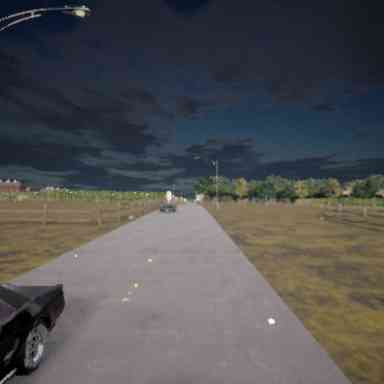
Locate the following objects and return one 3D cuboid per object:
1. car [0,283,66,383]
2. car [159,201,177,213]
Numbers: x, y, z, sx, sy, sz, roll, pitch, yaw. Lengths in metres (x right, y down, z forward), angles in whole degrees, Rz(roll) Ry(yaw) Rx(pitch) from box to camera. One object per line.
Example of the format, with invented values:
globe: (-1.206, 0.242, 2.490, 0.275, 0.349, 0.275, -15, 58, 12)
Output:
car: (-2.844, 1.602, 2.811, 1.895, 1.301, 4.718, 0, 0, 0)
car: (-2.759, 1.743, 39.020, 1.895, 1.301, 4.718, 0, -1, 0)
